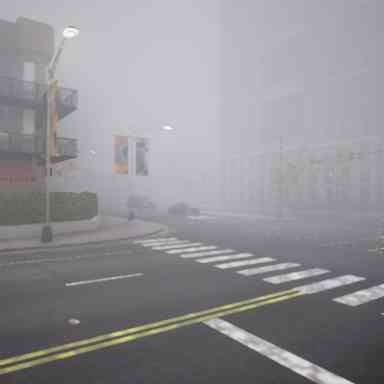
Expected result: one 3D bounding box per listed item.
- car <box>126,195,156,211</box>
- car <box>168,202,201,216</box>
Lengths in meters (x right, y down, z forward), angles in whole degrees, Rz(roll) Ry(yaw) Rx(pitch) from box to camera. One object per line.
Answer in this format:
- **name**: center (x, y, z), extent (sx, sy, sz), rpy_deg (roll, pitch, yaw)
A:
- **car**: center (-6.850, 1.465, 44.272), extent (2.150, 2.045, 5.566), rpy_deg (1, 0, -35)
- **car**: center (-0.884, 1.807, 35.657), extent (1.994, 1.385, 4.181), rpy_deg (1, 0, -35)
